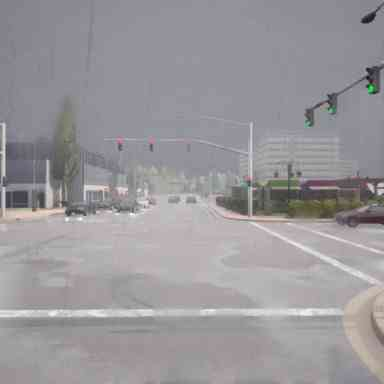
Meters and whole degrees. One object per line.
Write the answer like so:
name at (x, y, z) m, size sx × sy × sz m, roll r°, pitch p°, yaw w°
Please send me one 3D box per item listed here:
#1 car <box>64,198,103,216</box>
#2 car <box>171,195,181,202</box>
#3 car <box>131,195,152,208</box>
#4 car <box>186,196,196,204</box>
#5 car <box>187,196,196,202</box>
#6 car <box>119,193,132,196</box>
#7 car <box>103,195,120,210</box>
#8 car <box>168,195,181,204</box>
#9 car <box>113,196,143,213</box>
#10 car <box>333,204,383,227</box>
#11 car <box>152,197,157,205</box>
car at (-10.665, 1.547, 32.557) m, size 2.033 × 1.411 × 5.357 m, roll 0°, pitch 0°, yaw 0°
car at (-3.649, 1.425, 74.809) m, size 1.994 × 1.385 × 4.181 m, roll 0°, pitch 0°, yaw 0°
car at (-7.187, 1.526, 46.837) m, size 1.812 × 1.442 × 4.674 m, roll 0°, pitch 0°, yaw 0°
car at (-0.129, 1.491, 64.543) m, size 2.128 × 1.511 × 4.902 m, roll 0°, pitch 0°, yaw 0°
car at (-0.149, 1.468, 74.848) m, size 1.895 × 1.301 × 4.718 m, roll 0°, pitch 0°, yaw 0°
car at (-10.697, 1.221, 52.717) m, size 2.150 × 2.045 × 5.566 m, roll 0°, pitch 0°, yaw 0°
car at (-10.683, 1.505, 42.113) m, size 1.837 × 1.490 × 4.892 m, roll 0°, pitch 0°, yaw 0°
car at (-3.629, 1.547, 64.536) m, size 2.033 × 1.411 × 5.357 m, roll 0°, pitch 0°, yaw 0°
car at (-7.175, 1.505, 37.651) m, size 1.837 × 1.490 × 4.892 m, roll 0°, pitch 0°, yaw 0°
car at (11.762, 1.526, 21.899) m, size 4.674 × 1.442 × 1.812 m, roll 0°, pitch 0°, yaw 1°
car at (-7.195, 1.564, 56.797) m, size 1.994 × 1.385 × 4.181 m, roll 0°, pitch 0°, yaw 0°
